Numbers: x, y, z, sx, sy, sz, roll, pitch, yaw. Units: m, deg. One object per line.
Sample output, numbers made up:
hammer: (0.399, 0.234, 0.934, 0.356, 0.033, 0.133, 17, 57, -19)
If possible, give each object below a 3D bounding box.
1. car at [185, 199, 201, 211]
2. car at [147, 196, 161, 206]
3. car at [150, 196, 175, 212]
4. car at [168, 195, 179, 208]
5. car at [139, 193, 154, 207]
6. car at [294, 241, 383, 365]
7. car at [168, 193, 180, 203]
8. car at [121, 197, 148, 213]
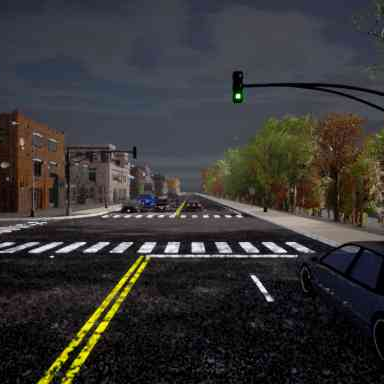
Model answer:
car: (0.165, 1.555, 41.102, 2.033, 1.411, 5.357, 0, 0, -1)
car: (-6.620, 1.539, 58.156, 1.812, 1.442, 4.674, 0, 0, 0)
car: (-3.342, 1.512, 38.674, 1.837, 1.490, 4.892, 0, 0, 0)
car: (-3.357, 1.574, 48.589, 1.994, 1.385, 4.181, 0, 0, 0)
car: (-6.613, 1.231, 47.897, 2.150, 2.045, 5.566, 0, 0, 0)
car: (3.354, 1.548, 5.571, 2.033, 1.411, 5.357, 0, 0, 0)
car: (-3.372, 1.234, 59.265, 2.150, 2.045, 5.566, 0, 0, 0)
car: (-6.595, 1.554, 37.375, 2.033, 1.411, 5.357, 0, 0, 0)
